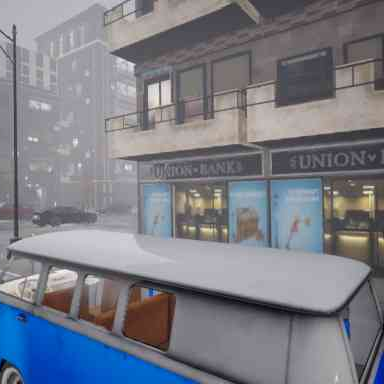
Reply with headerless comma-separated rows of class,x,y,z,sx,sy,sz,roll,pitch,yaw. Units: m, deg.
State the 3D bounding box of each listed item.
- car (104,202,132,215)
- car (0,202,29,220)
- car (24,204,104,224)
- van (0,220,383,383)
car,-8.517,1.797,36.351,1.947,1.339,4.313,-2,-1,36
car,-15.201,1.608,27.271,1.967,1.590,4.097,-2,-1,36
car,-8.452,1.583,22.300,1.947,1.339,4.313,-2,-1,36
van,-0.367,1.342,3.124,3.998,1.788,1.690,0,-1,36
